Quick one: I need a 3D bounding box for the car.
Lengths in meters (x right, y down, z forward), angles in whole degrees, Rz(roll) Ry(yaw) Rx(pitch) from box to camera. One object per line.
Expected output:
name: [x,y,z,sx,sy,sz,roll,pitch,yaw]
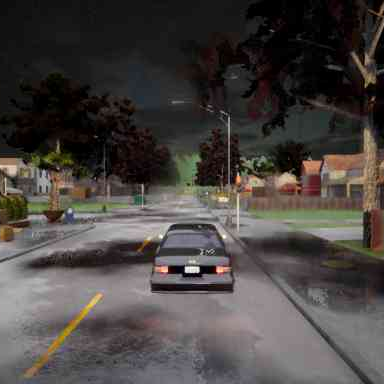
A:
car: [0.016,1.547,8.935,2.033,1.411,5.357,0,0,0]
